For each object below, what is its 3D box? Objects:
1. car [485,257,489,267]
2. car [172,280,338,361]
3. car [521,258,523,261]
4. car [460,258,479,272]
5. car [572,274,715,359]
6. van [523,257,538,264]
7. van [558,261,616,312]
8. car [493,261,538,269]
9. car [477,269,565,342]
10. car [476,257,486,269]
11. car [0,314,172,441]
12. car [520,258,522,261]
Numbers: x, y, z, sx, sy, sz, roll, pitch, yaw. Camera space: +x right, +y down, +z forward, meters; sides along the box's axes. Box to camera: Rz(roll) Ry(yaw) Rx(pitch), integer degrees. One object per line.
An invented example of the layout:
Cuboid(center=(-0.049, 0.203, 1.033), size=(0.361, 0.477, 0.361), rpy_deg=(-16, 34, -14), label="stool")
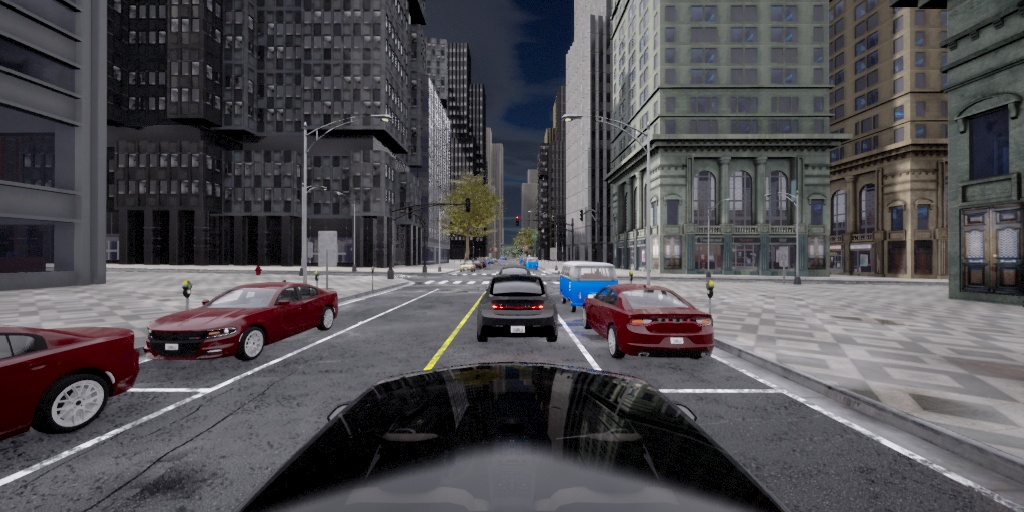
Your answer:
Cuboid(center=(-5.625, 1.102, 62.286), size=(2.192, 1.841, 5.009), rpy_deg=(0, 0, 0), label="car")
Cuboid(center=(-5.765, 1.296, 8.324), size=(1.888, 1.381, 4.507), rpy_deg=(0, 0, 0), label="car")
Cuboid(center=(2.888, 1.347, 57.208), size=(1.948, 1.339, 4.313), rpy_deg=(0, 0, 0), label="car")
Cuboid(center=(-5.668, 1.297, 46.247), size=(1.751, 1.417, 4.829), rpy_deg=(0, 0, 0), label="car")
Cuboid(center=(2.790, 1.296, 8.286), size=(1.888, 1.381, 4.507), rpy_deg=(0, 0, 0), label="car")
Cuboid(center=(2.876, 1.117, 51.795), size=(1.690, 1.789, 3.998), rpy_deg=(0, 0, 0), label="van")
Cuboid(center=(2.804, 1.093, 13.811), size=(1.690, 1.789, 3.998), rpy_deg=(0, 0, 0), label="van")
Cuboid(center=(0.135, 1.232, 18.939), size=(1.882, 1.535, 5.008), rpy_deg=(0, 0, 0), label="car")
Cuboid(center=(0.119, 1.256, 9.763), size=(1.837, 1.490, 4.892), rpy_deg=(0, 0, 0), label="car")
Cuboid(center=(-5.637, 1.326, 56.997), size=(1.888, 1.381, 4.507), rpy_deg=(0, 0, 0), label="car")
Cuboid(center=(-5.776, 1.295, 2.799), size=(1.888, 1.381, 4.507), rpy_deg=(0, 0, 0), label="car")
Cuboid(center=(2.901, 1.332, 62.621), size=(1.888, 1.381, 4.507), rpy_deg=(0, 0, 0), label="car")
